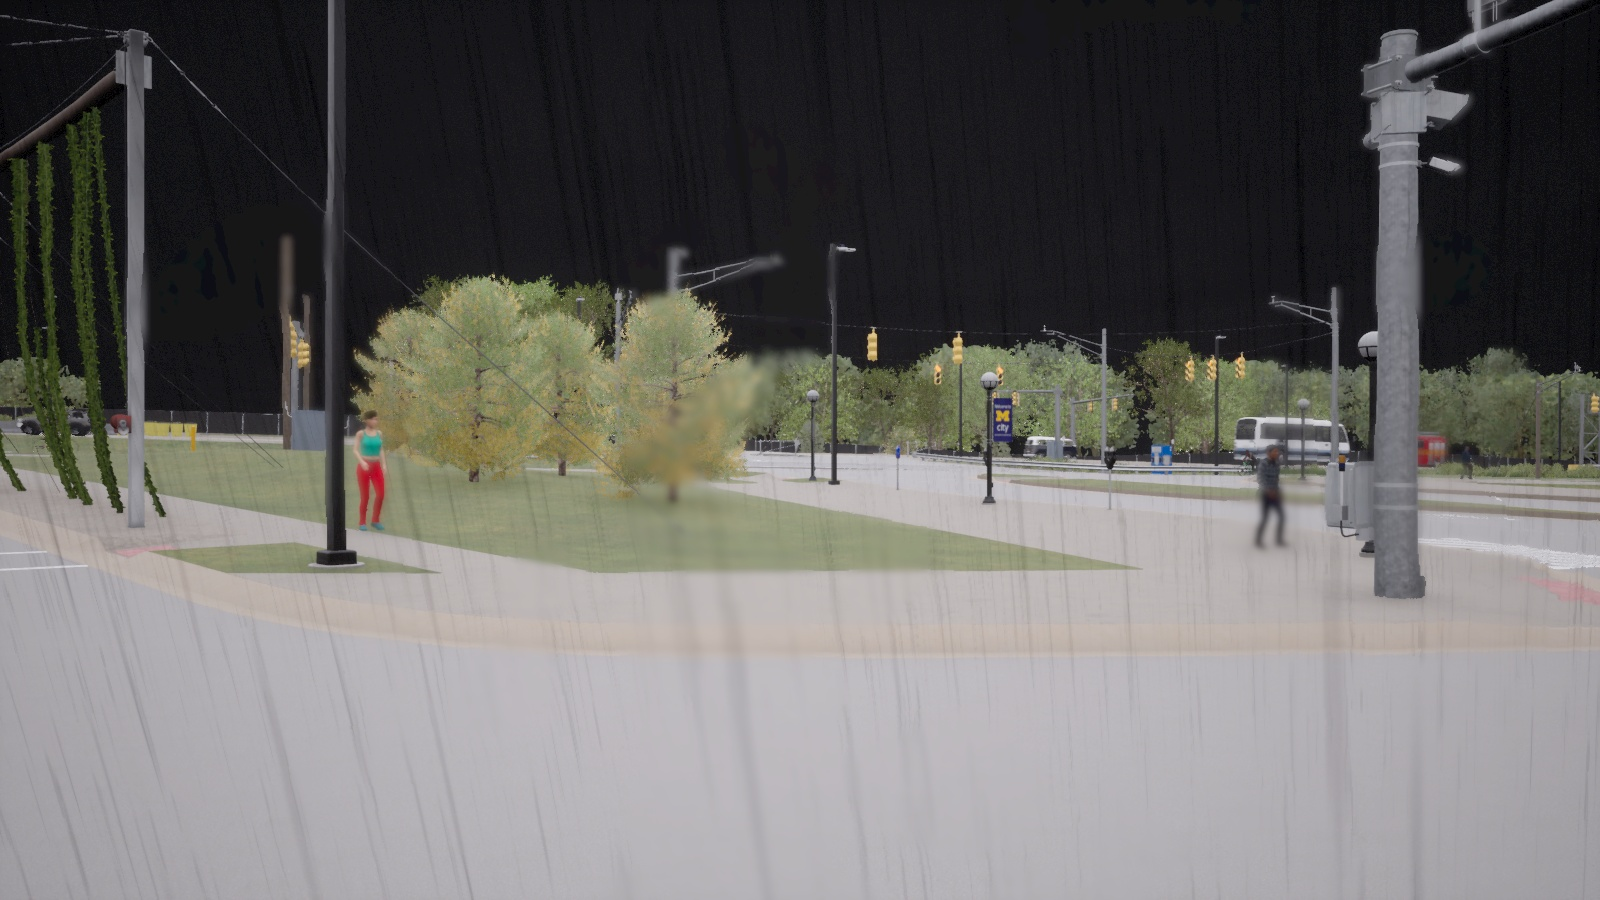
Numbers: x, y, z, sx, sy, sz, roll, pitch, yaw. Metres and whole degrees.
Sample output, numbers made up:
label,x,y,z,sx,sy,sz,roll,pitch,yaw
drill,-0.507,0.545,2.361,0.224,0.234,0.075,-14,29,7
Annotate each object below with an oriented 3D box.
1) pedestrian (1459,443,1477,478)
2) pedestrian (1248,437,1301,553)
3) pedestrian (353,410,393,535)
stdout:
label,x,y,z,sx,sy,sz,roll,pitch,yaw
pedestrian,34.690,0.535,65.215,0.726,1.842,0.402,0,0,-15
pedestrian,8.145,0.751,21.557,0.423,1.949,0.788,0,0,-24
pedestrian,-6.400,0.329,18.833,0.345,1.836,0.594,0,0,-43
